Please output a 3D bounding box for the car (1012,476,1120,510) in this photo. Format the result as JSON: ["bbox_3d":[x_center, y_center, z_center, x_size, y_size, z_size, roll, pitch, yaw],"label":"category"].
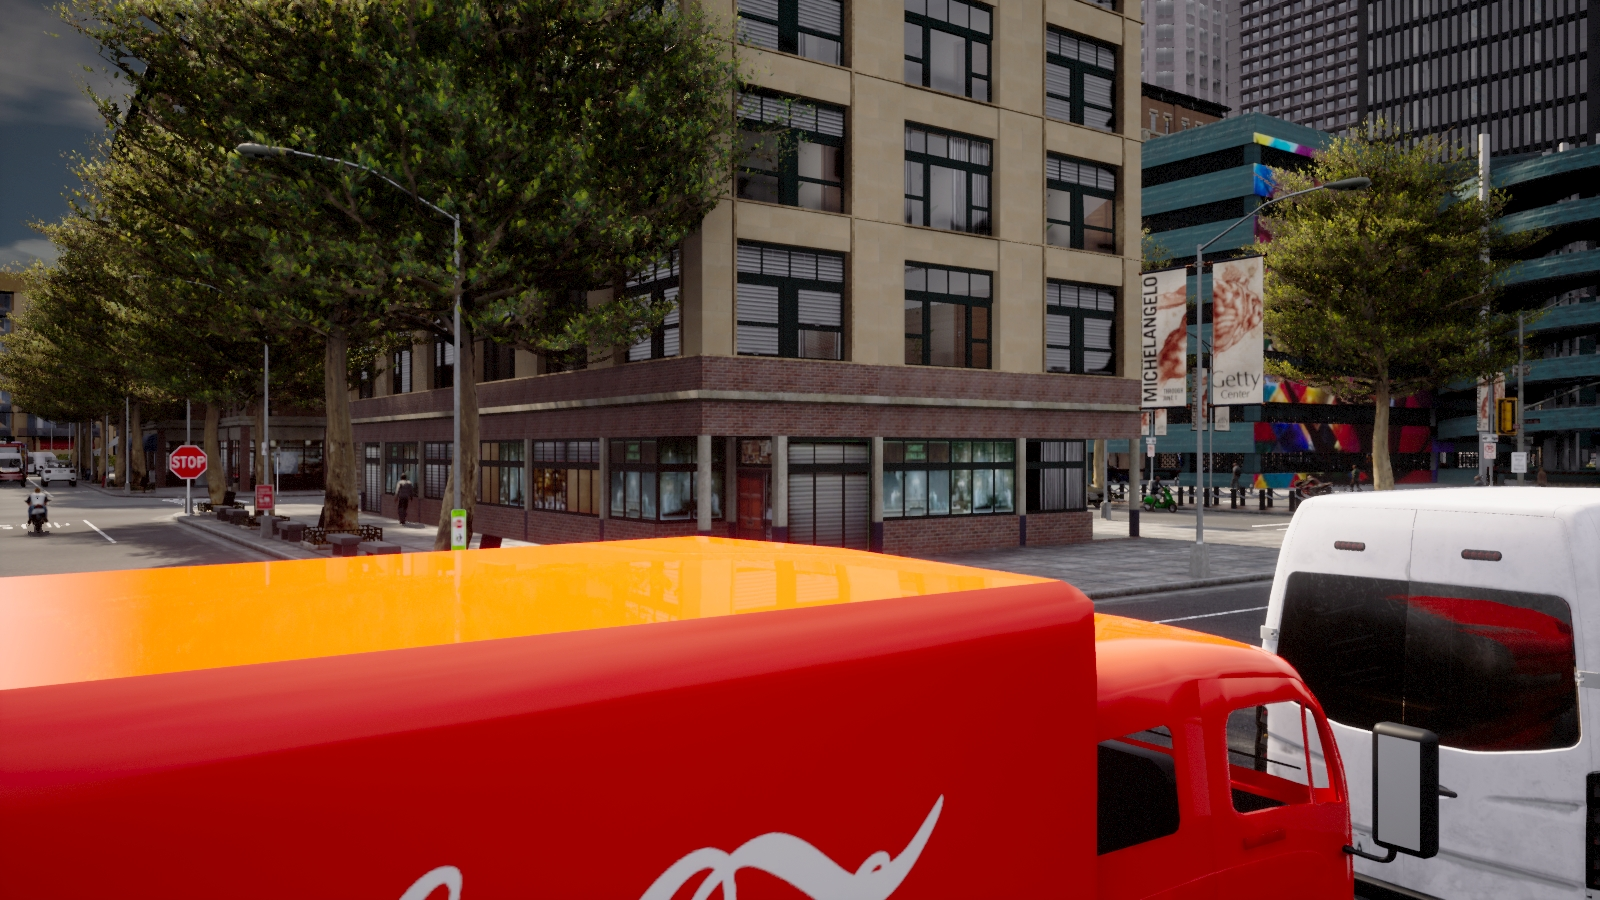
[{"bbox_3d":[12.913,2.045,55.772,2.231,1.480,4.892,0,0,-35],"label":"car"}]

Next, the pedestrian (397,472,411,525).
[{"bbox_3d":[-13.877,1.691,40.023,0.375,1.860,0.375,0,0,-36],"label":"pedestrian"}]

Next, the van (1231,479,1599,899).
[{"bbox_3d":[5.568,1.531,7.705,5.915,2.561,1.988,0,0,-35],"label":"van"}]

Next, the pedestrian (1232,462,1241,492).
[{"bbox_3d":[26.972,1.673,70.665,0.375,1.860,0.375,0,0,-30],"label":"pedestrian"}]

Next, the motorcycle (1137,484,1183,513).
[{"bbox_3d":[16.126,2.166,51.225,0.856,1.236,1.805,0,0,-35],"label":"motorcycle"}]

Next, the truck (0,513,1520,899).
[{"bbox_3d":[-0.425,1.567,3.494,5.204,2.467,2.627,0,0,-35],"label":"truck"}]

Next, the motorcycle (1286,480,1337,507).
[{"bbox_3d":[25.719,2.185,57.506,0.867,1.251,2.209,0,0,-35],"label":"motorcycle"}]

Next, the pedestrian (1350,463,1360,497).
[{"bbox_3d":[30.918,1.673,63.649,0.375,1.860,0.375,0,0,-22],"label":"pedestrian"}]

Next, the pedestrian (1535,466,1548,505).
[{"bbox_3d":[35.428,1.674,54.613,0.375,1.860,0.375,0,0,-7],"label":"pedestrian"}]
